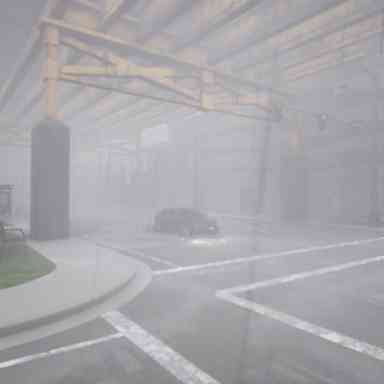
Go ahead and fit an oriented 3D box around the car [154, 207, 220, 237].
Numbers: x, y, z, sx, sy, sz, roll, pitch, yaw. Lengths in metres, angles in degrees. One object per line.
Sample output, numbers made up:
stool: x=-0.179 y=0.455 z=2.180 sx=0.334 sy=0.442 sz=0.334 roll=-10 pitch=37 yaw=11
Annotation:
car: x=-0.402 y=1.633 z=19.124 sx=1.837 sy=1.490 sz=4.892 roll=1 pitch=0 yaw=-36
